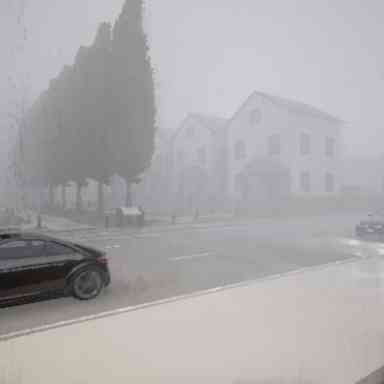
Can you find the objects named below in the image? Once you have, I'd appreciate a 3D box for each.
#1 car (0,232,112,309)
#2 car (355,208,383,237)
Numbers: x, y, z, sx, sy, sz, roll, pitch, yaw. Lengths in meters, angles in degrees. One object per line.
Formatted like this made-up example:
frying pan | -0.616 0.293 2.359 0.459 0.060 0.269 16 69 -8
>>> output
car | -3.819 1.562 6.795 4.181 1.385 1.994 0 0 -35
car | 10.119 1.514 16.704 4.674 1.442 1.812 0 0 -35
